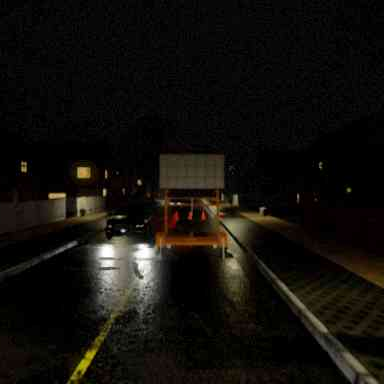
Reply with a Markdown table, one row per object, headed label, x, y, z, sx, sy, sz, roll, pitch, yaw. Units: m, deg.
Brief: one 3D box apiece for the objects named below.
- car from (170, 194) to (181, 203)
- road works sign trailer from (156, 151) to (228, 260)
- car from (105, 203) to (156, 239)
| label | x | y | z | sx | sy | sz | roll | pitch | yaw |
| --- | --- | --- | --- | --- | --- | --- | --- | --- | --- |
| car | -2.796 | 1.112 | 58.050 | 2.033 | 1.411 | 5.357 | 0 | 0 | 1 |
| road works sign trailer | 0.002 | 0.334 | 11.861 | 2.380 | 3.560 | 2.880 | 0 | 1 | 0 |
| car | -2.847 | 1.334 | 16.188 | 1.837 | 1.490 | 4.892 | 0 | 1 | 0 |
